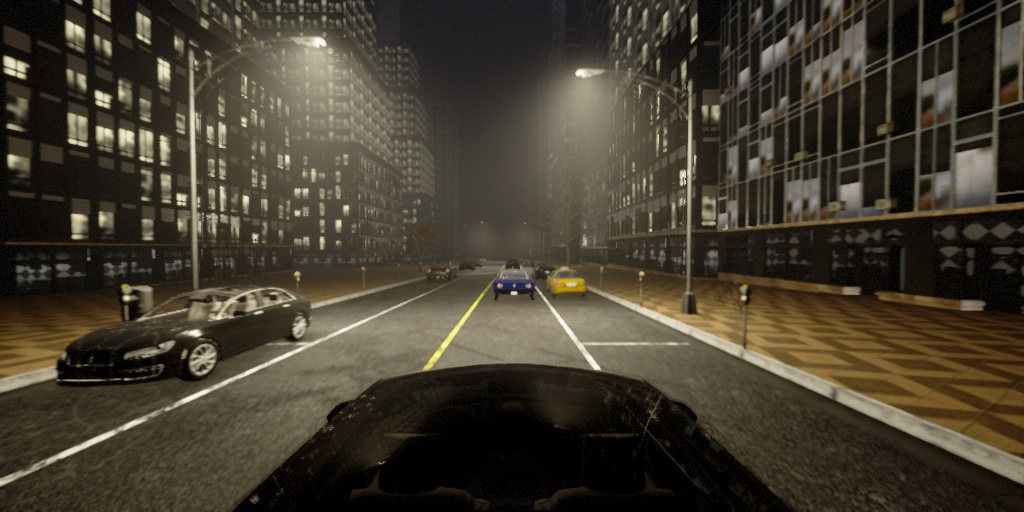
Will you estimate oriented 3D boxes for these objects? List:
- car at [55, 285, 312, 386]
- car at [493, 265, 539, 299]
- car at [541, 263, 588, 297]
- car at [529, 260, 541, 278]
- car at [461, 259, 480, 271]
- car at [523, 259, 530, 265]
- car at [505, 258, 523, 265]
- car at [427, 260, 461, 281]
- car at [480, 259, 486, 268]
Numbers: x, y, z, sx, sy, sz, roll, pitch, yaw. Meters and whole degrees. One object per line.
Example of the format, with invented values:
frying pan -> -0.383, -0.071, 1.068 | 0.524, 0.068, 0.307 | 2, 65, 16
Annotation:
car -> -5.690, 1.291, 7.011 | 2.007, 1.370, 4.403 | 0, 0, 0
car -> 0.097, 1.320, 17.722 | 1.895, 1.301, 4.718 | 0, 0, 0
car -> 2.692, 1.243, 18.432 | 1.751, 1.417, 4.829 | 0, 0, 0
car -> 2.692, 1.265, 29.510 | 1.948, 1.339, 4.313 | 0, 0, 0
car -> -5.689, 1.221, 46.386 | 1.888, 1.381, 4.507 | 0, 0, 0
car -> 2.693, 1.186, 57.804 | 1.751, 1.417, 4.829 | 0, 0, 0
car -> 0.100, 1.177, 47.910 | 1.837, 1.490, 4.892 | 0, 0, 0
car -> -5.690, 1.140, 29.511 | 1.967, 1.591, 4.097 | 0, 0, 0
car -> -5.689, 1.244, 57.635 | 1.802, 1.307, 4.207 | 0, 0, 0
